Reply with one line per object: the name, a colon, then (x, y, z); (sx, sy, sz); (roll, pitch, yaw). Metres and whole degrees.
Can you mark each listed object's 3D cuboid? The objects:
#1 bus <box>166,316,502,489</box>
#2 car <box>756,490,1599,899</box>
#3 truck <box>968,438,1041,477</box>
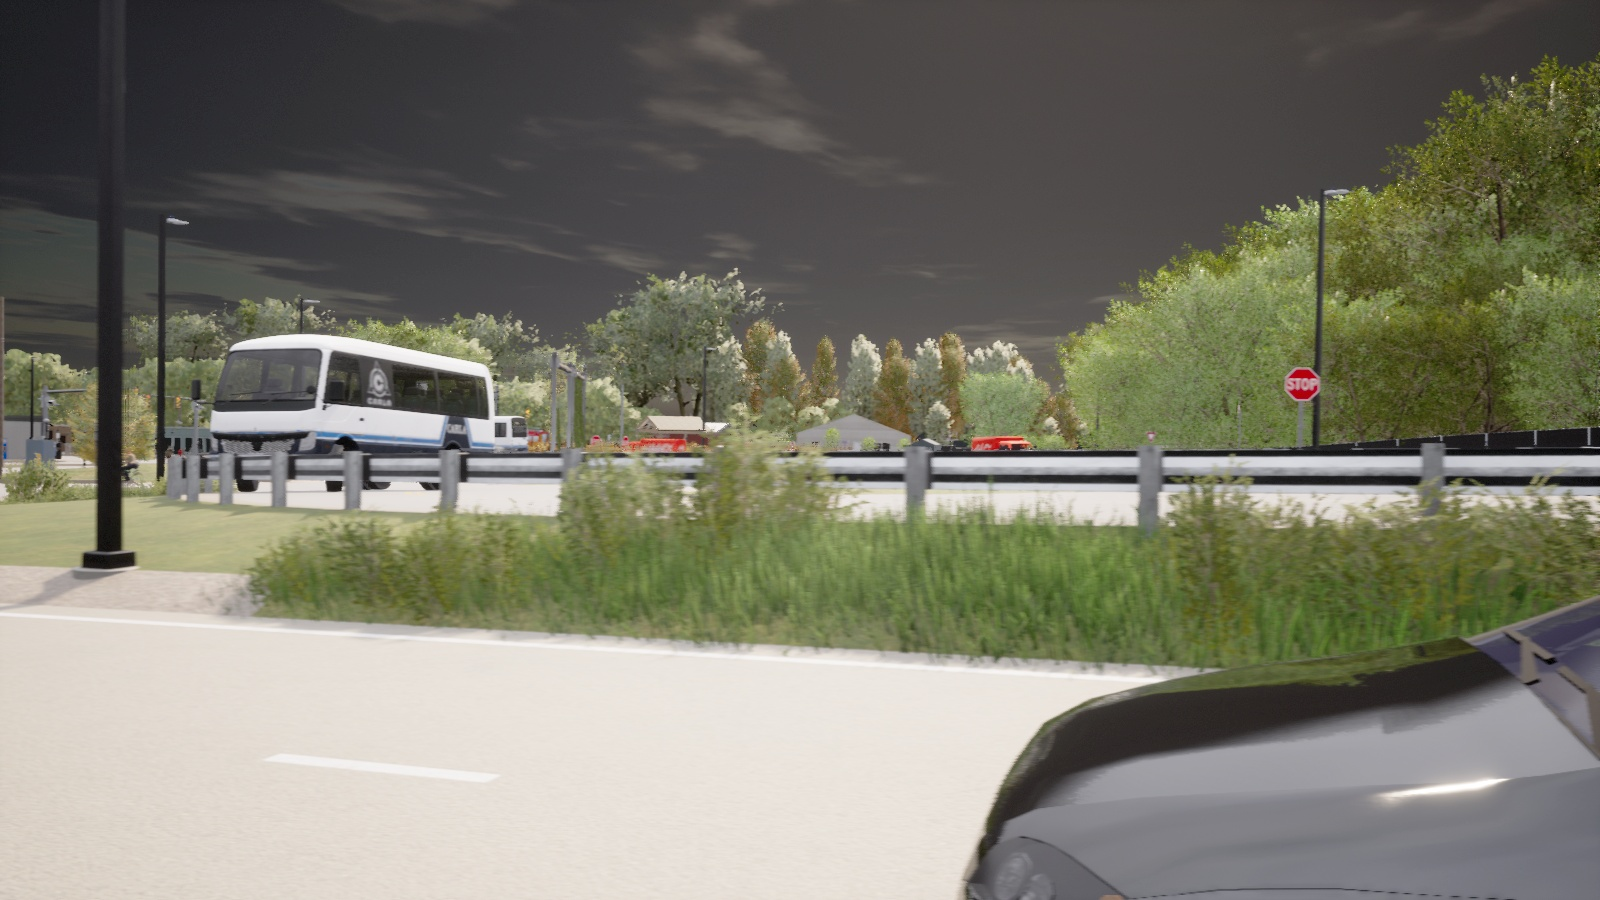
bus: (-12.815, -1.032, 36.193); (3.944, 4.253, 10.273); (0, -2, 14)
car: (2.224, 0.856, 2.445); (4.181, 1.385, 1.994); (1, 1, 19)
truck: (13.421, 0.460, 82.768); (2.627, 2.467, 5.204); (0, 0, -18)
